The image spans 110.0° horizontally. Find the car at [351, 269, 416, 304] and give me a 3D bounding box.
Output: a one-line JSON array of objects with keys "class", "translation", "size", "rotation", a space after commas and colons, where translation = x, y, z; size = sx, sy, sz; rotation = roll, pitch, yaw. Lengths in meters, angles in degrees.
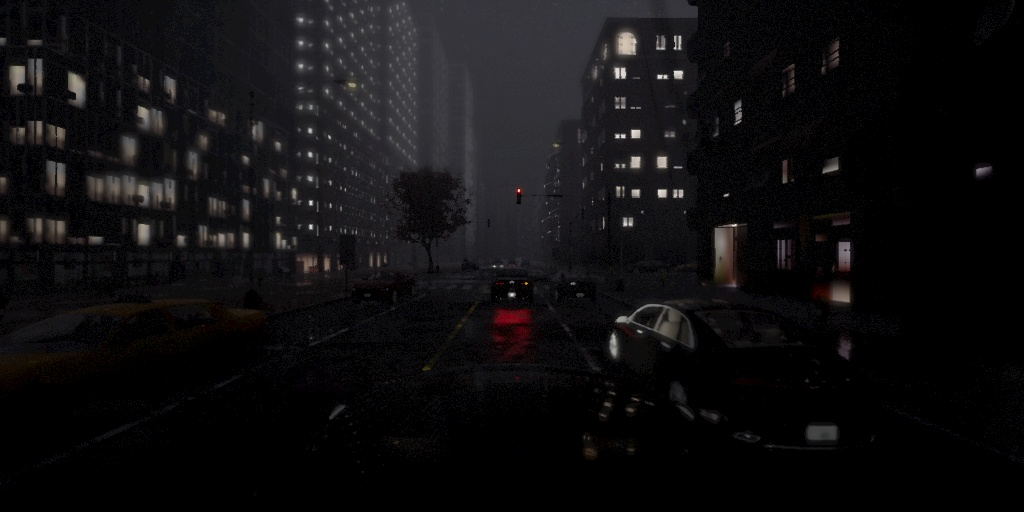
[{"class": "car", "translation": [-5.691, 1.296, 16.348], "size": [1.888, 1.381, 4.507], "rotation": [0, 0, 0]}]

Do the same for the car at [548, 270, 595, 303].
[{"class": "car", "translation": [2.689, 1.301, 16.348], "size": [2.007, 1.370, 4.403], "rotation": [0, 0, 0]}]

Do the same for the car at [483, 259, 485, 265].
[{"class": "car", "translation": [-5.691, 1.351, 54.259], "size": [1.948, 1.339, 4.313], "rotation": [0, 0, 0]}]

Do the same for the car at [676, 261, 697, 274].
[{"class": "car", "translation": [18.832, 1.002, 35.819], "size": [4.829, 1.417, 1.751], "rotation": [0, 0, -1]}]

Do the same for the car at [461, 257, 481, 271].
[{"class": "car", "translation": [-5.691, 1.093, 48.736], "size": [2.192, 1.841, 5.009], "rotation": [0, 0, 0]}]

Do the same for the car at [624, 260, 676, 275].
[{"class": "car", "translation": [13.435, 1.104, 35.764], "size": [4.403, 1.370, 2.007], "rotation": [0, 0, -1]}]

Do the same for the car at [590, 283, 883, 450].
[{"class": "car", "translation": [2.689, 1.298, 5.282], "size": [2.007, 1.370, 4.403], "rotation": [0, 0, 0]}]

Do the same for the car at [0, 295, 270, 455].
[{"class": "car", "translation": [-5.691, 1.273, 5.113], "size": [1.751, 1.417, 4.829], "rotation": [0, 0, 0]}]

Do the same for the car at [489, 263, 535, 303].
[{"class": "car", "translation": [0.000, 1.269, 16.500], "size": [1.837, 1.490, 4.892], "rotation": [0, 0, 0]}]
